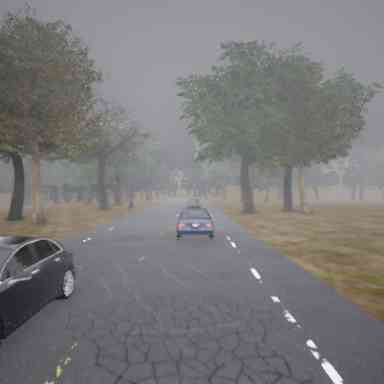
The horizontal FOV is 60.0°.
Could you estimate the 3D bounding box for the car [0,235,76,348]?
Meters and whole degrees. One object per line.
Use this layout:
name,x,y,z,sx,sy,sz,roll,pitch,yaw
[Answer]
car,-3.601,1.614,5.878,1.837,1.490,4.892,-1,0,0

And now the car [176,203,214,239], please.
car,0.151,1.539,17.390,2.033,1.411,5.357,0,0,0

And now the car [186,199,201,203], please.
car,0.216,1.561,42.121,2.033,1.411,5.357,0,0,0
